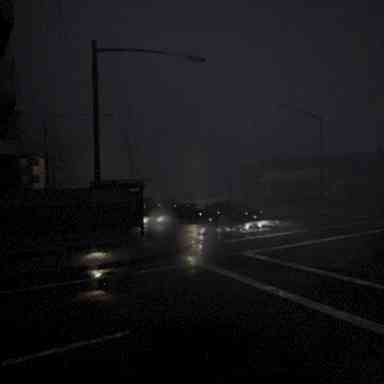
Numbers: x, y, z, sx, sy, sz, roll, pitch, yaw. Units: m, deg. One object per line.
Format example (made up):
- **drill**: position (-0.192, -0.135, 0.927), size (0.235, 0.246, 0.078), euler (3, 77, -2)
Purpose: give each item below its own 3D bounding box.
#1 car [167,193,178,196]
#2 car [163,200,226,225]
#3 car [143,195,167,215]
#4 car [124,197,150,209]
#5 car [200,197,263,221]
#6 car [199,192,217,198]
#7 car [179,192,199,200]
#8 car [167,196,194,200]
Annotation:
- **car**: position (-4.003, 1.109, 55.309), size (1.895, 1.301, 4.718), euler (-1, 1, -8)
- **car**: position (0.035, 1.489, 23.683), size (1.895, 1.301, 4.718), euler (-2, 1, -32)
- **car**: position (-4.590, 1.224, 31.270), size (2.097, 1.767, 4.553), euler (-2, 1, -31)
- **car**: position (-7.096, 1.361, 42.387), size (1.895, 1.301, 4.718), euler (-2, 1, -28)
- **car**: position (2.991, 1.348, 25.542), size (2.033, 1.411, 5.357), euler (-2, 1, -32)
- **car**: position (3.344, 0.726, 70.969), size (1.895, 1.301, 4.718), euler (-1, 1, 36)
- **car**: position (-0.491, 0.825, 61.472), size (1.882, 1.535, 5.008), euler (-1, 1, 8)
- **car**: position (-2.022, 1.385, 33.717), size (1.895, 1.301, 4.718), euler (-2, 1, -30)
